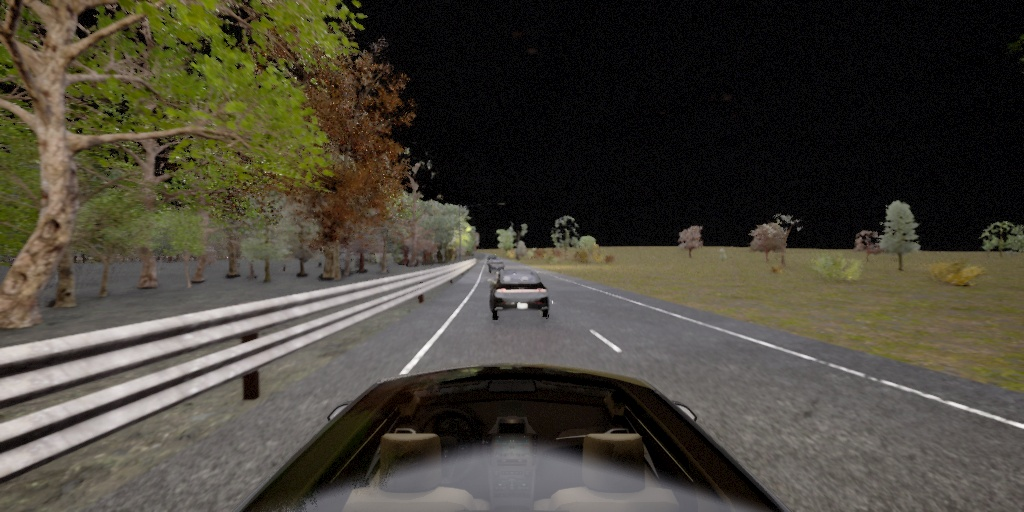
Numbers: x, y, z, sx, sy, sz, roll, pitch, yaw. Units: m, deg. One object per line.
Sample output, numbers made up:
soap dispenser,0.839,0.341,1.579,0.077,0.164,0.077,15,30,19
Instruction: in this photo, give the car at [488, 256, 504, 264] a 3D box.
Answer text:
car,-1.823,1.139,42.669,2.128,1.511,4.902,0,0,-4

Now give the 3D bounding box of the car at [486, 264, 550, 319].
car,0.141,1.217,12.728,2.128,1.511,4.902,0,0,-4
